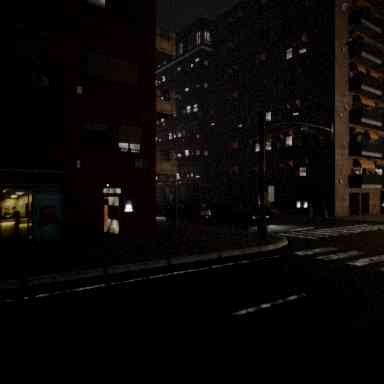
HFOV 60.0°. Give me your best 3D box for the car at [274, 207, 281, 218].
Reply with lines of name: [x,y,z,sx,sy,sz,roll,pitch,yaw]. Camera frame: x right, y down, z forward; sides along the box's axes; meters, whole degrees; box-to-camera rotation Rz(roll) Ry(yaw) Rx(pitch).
car: [6.621,1.844,32.157,1.802,1.307,4.206,-1,0,-36]

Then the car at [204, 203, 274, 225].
car: [3.594,1.779,26.352,2.033,1.411,5.357,0,-1,-34]

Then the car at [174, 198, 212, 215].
car: [0.027,1.718,41.135,2.192,1.841,5.009,-1,0,-36]

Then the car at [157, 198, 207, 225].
car: [-0.376,1.586,27.068,2.192,1.841,5.009,-1,0,-36]

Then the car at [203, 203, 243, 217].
car: [3.327,1.899,36.645,1.947,1.339,4.313,-1,0,-36]

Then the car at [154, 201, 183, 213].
car: [-3.262,2.025,45.623,2.008,1.369,4.403,-1,0,-36]
